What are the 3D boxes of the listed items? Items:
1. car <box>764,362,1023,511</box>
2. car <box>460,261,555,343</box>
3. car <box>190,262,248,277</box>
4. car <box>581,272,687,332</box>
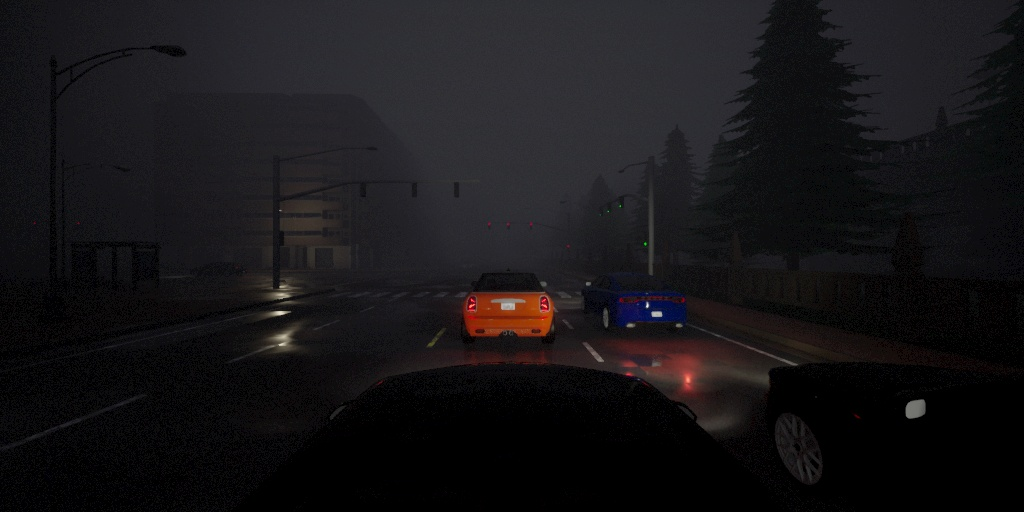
[{"bbox_3d":[3.288,1.228,1.431,1.882,1.535,5.008,0,0,3],"label":"car"},{"bbox_3d":[-0.081,1.102,9.813,2.097,1.767,4.553,0,0,0],"label":"car"},{"bbox_3d":[-29.086,1.310,35.616,4.892,1.490,1.837,0,0,-1],"label":"car"},{"bbox_3d":[3.418,1.227,10.957,1.882,1.535,5.008,0,0,0],"label":"car"}]
